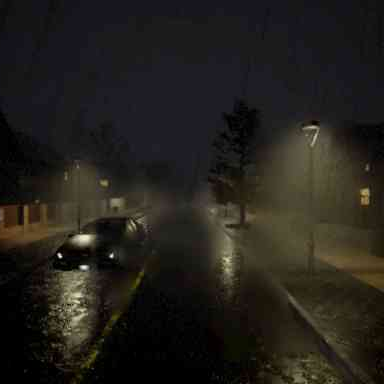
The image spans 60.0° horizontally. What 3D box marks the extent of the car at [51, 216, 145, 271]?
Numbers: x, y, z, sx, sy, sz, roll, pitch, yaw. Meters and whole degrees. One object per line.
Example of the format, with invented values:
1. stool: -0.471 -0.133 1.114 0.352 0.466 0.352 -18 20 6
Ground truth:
1. car: -2.750 1.547 11.151 2.033 1.411 5.357 0 0 0
